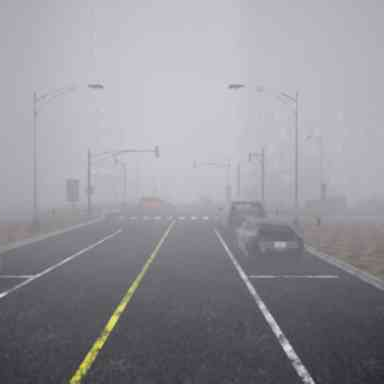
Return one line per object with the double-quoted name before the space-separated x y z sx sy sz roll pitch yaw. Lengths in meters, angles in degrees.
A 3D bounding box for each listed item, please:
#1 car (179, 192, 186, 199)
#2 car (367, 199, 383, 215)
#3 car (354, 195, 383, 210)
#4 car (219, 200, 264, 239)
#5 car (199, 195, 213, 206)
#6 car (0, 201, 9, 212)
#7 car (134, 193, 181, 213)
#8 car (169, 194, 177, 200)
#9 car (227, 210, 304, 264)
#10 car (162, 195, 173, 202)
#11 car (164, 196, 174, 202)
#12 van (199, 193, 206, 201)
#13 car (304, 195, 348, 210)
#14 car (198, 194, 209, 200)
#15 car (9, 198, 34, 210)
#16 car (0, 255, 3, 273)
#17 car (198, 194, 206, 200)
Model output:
"car" -2.734 0.895 87.530 2.097 1.767 4.553 0 0 0
"car" 20.187 1.648 32.994 4.206 1.307 1.802 0 1 0
"car" 22.901 1.260 41.134 5.009 1.841 2.192 0 1 0
"car" 2.553 1.304 17.336 2.192 1.841 5.009 -1 0 0
"car" 2.532 1.540 55.270 1.802 1.307 4.206 -1 0 0
"car" -21.254 1.532 32.905 4.829 1.417 1.752 0 1 0
"car" -3.790 1.308 35.637 4.553 1.767 2.097 0 0 0
"car" -5.310 1.358 93.918 1.967 1.590 4.097 -1 0 0
"car" 2.556 1.558 11.688 1.947 1.339 4.313 -1 0 0
"car" -5.314 1.383 71.820 1.967 1.590 4.097 -1 0 0
"car" -5.311 1.519 77.345 1.802 1.307 4.206 -1 0 0
"van" 2.566 1.272 82.892 1.690 1.788 3.998 -1 0 0
"car" 16.569 1.251 41.121 5.009 1.841 2.192 0 1 0
"car" 2.551 1.263 66.319 2.192 1.841 5.009 -1 0 0
"car" -21.441 1.432 41.044 4.403 1.369 2.008 0 1 0
"car" -5.326 1.522 5.838 1.752 1.417 4.829 -1 0 0
"car" 2.569 1.364 88.417 1.967 1.590 4.097 -1 0 0
